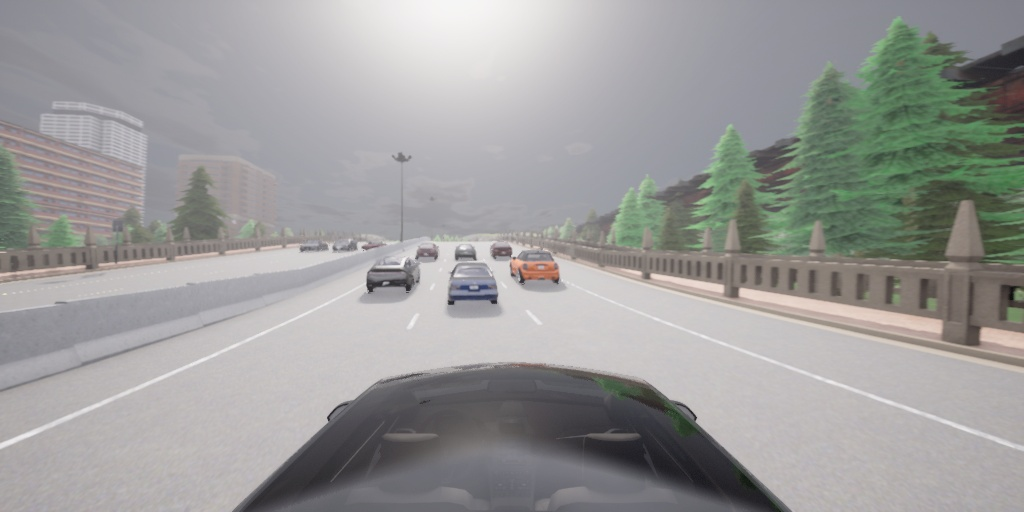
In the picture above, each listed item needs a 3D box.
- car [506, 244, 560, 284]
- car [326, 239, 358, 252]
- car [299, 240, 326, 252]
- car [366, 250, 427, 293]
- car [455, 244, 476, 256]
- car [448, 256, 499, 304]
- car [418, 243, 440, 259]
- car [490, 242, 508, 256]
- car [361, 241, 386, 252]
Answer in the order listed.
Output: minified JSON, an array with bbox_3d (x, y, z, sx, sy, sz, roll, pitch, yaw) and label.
[{"bbox_3d":[1.153,0.437,20.011,2.097,1.767,4.553,0,4,-8],"label":"car"},{"bbox_3d":[-20.064,-1.307,43.225,2.128,1.511,4.902,0,5,-8],"label":"car"},{"bbox_3d":[-23.517,-1.206,42.657,1.994,1.385,4.181,0,4,-8],"label":"car"},{"bbox_3d":[-5.496,0.758,17.028,2.128,1.511,4.902,0,4,-8],"label":"car"},{"bbox_3d":[-4.464,-0.479,34.398,1.994,1.385,4.181,0,4,-8],"label":"car"},{"bbox_3d":[-1.613,0.971,14.494,2.033,1.411,5.357,0,3,-8],"label":"car"},{"bbox_3d":[-7.932,-0.499,33.935,1.812,1.442,4.674,0,4,-8],"label":"car"},{"bbox_3d":[-1.121,-0.655,35.760,1.882,1.535,5.008,0,5,-8],"label":"car"},{"bbox_3d":[-16.466,-1.145,42.780,1.895,1.301,4.718,0,4,-8],"label":"car"}]
